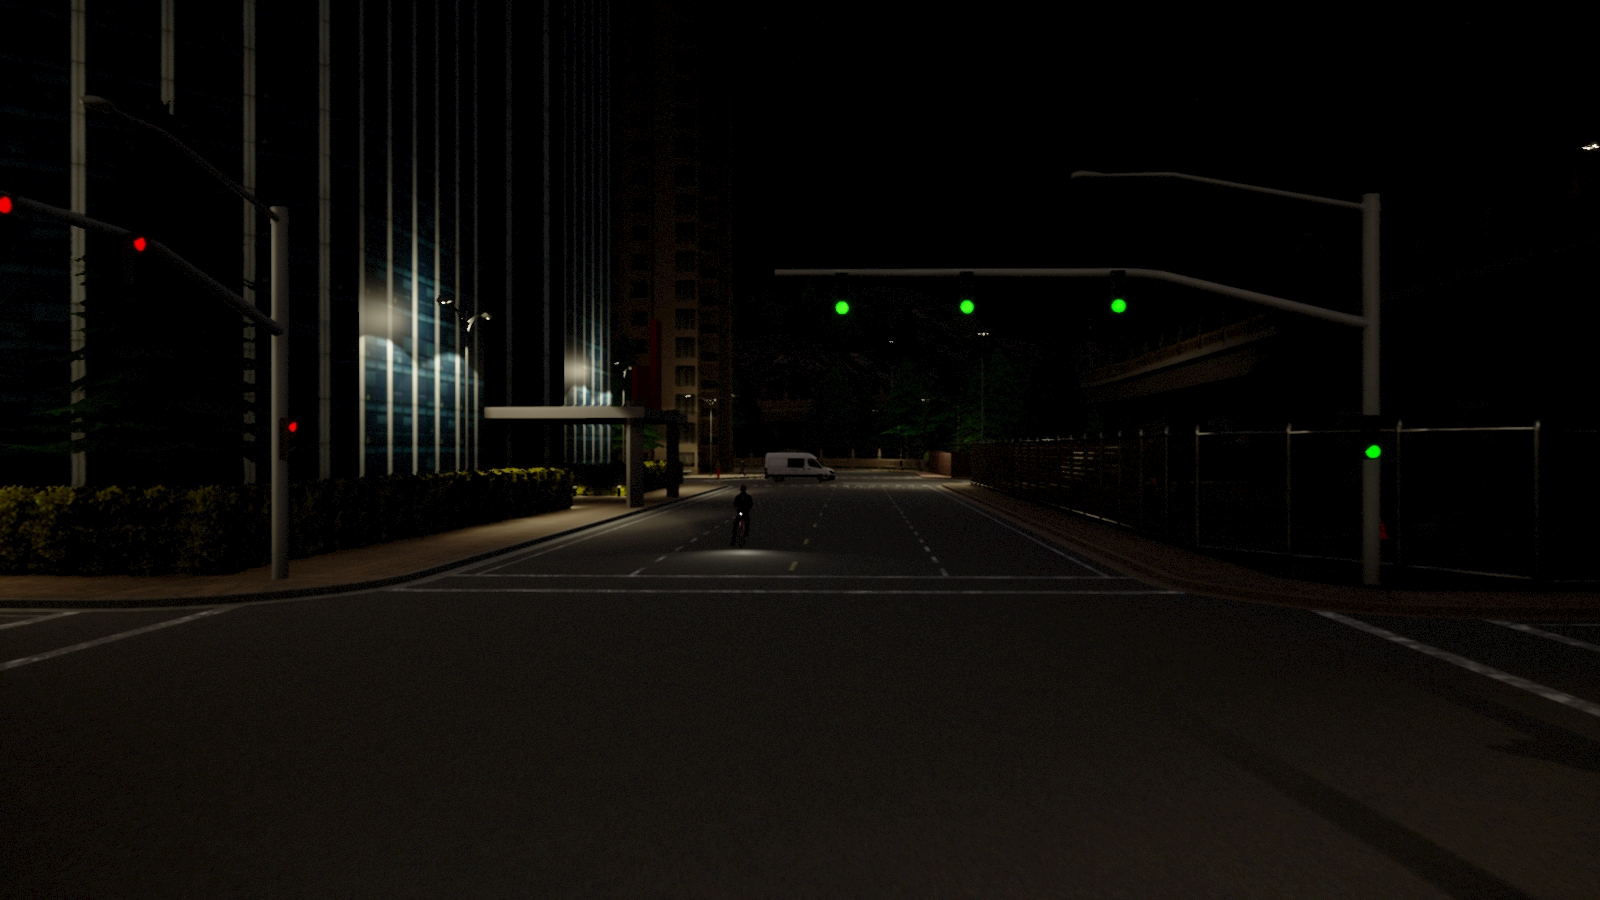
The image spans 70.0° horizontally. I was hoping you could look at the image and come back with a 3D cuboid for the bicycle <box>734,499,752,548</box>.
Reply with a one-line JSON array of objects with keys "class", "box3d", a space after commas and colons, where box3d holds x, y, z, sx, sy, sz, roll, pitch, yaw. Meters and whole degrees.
[{"class": "bicycle", "box3d": [-1.640, 2.087, 32.780, 0.329, 1.271, 1.835, 0, 0, 3]}]
